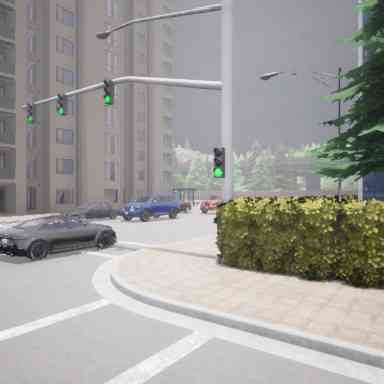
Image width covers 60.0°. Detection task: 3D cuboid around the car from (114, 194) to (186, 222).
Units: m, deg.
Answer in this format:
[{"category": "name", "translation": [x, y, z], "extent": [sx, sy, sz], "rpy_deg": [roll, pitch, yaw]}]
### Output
[{"category": "car", "translation": [-3.237, 1.221, 26.930], "extent": [2.150, 2.045, 5.566], "rpy_deg": [0, 0, 36]}]

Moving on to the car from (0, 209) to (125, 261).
[{"category": "car", "translation": [-4.894, 1.564, 12.482], "extent": [1.994, 1.385, 4.181], "rpy_deg": [0, 0, 36]}]

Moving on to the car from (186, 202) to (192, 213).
[{"category": "car", "translation": [-2.053, 1.478, 34.453], "extent": [1.882, 1.535, 5.008], "rpy_deg": [0, 0, 36]}]

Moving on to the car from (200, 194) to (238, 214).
[{"category": "car", "translation": [3.109, 1.221, 35.563], "extent": [2.150, 2.045, 5.566], "rpy_deg": [0, 0, 36]}]

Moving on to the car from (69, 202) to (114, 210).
[{"category": "car", "translation": [-7.859, 1.547, 26.545], "extent": [2.033, 1.411, 5.357], "rpy_deg": [0, 0, 36]}]
